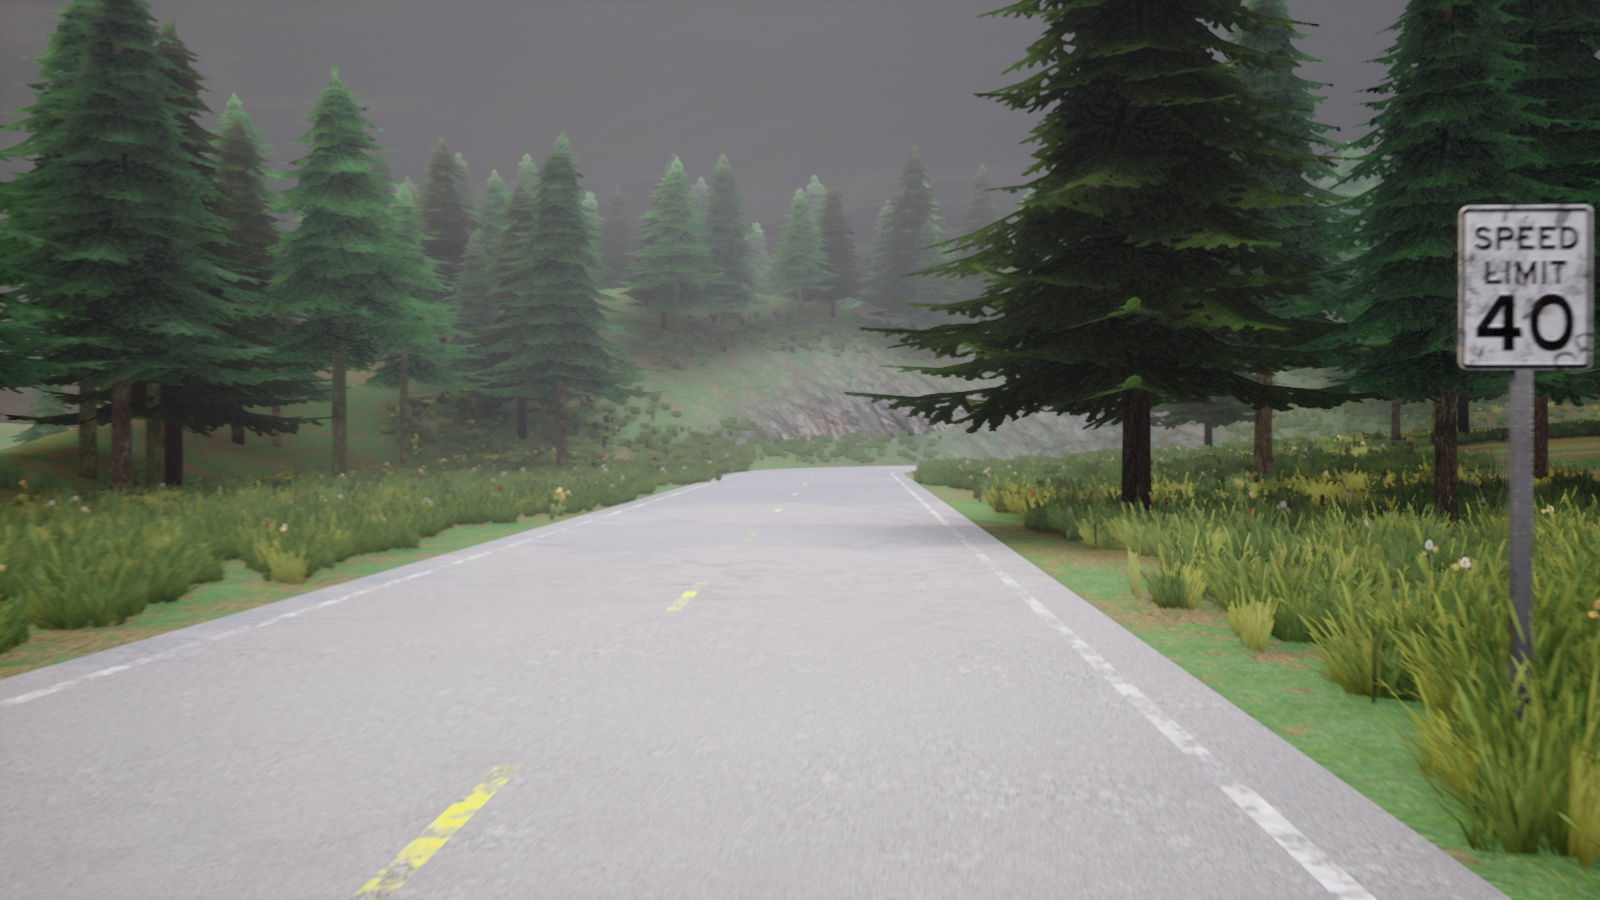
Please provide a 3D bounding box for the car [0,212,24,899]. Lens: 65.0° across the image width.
[{"bbox_3d":[-3.156,0.456,0.445,2.150,2.045,5.566,0,1,2],"label":"car"}]
